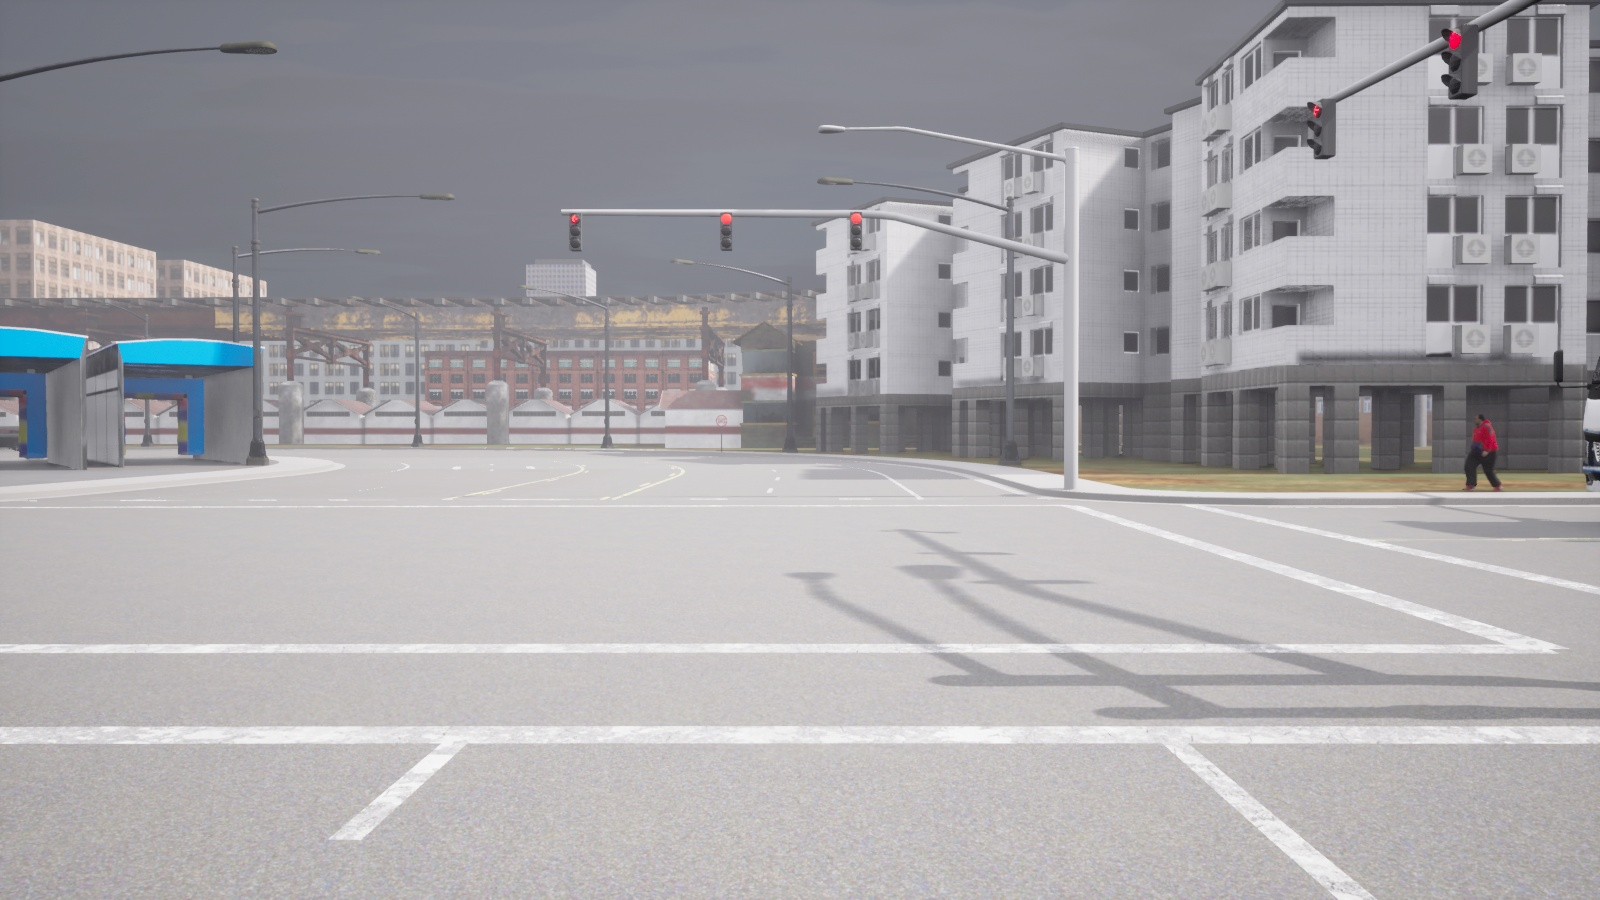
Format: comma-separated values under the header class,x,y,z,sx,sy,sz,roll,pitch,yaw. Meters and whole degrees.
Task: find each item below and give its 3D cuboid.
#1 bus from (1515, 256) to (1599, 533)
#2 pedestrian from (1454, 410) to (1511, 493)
class,x,y,z,sx,sy,sz,roll,pitch,yaw
bus,17.421,-0.860,19.572,10.273,4.253,3.944,0,1,-1
pedestrian,15.239,0.030,28.051,0.899,1.844,0.634,0,1,-1
